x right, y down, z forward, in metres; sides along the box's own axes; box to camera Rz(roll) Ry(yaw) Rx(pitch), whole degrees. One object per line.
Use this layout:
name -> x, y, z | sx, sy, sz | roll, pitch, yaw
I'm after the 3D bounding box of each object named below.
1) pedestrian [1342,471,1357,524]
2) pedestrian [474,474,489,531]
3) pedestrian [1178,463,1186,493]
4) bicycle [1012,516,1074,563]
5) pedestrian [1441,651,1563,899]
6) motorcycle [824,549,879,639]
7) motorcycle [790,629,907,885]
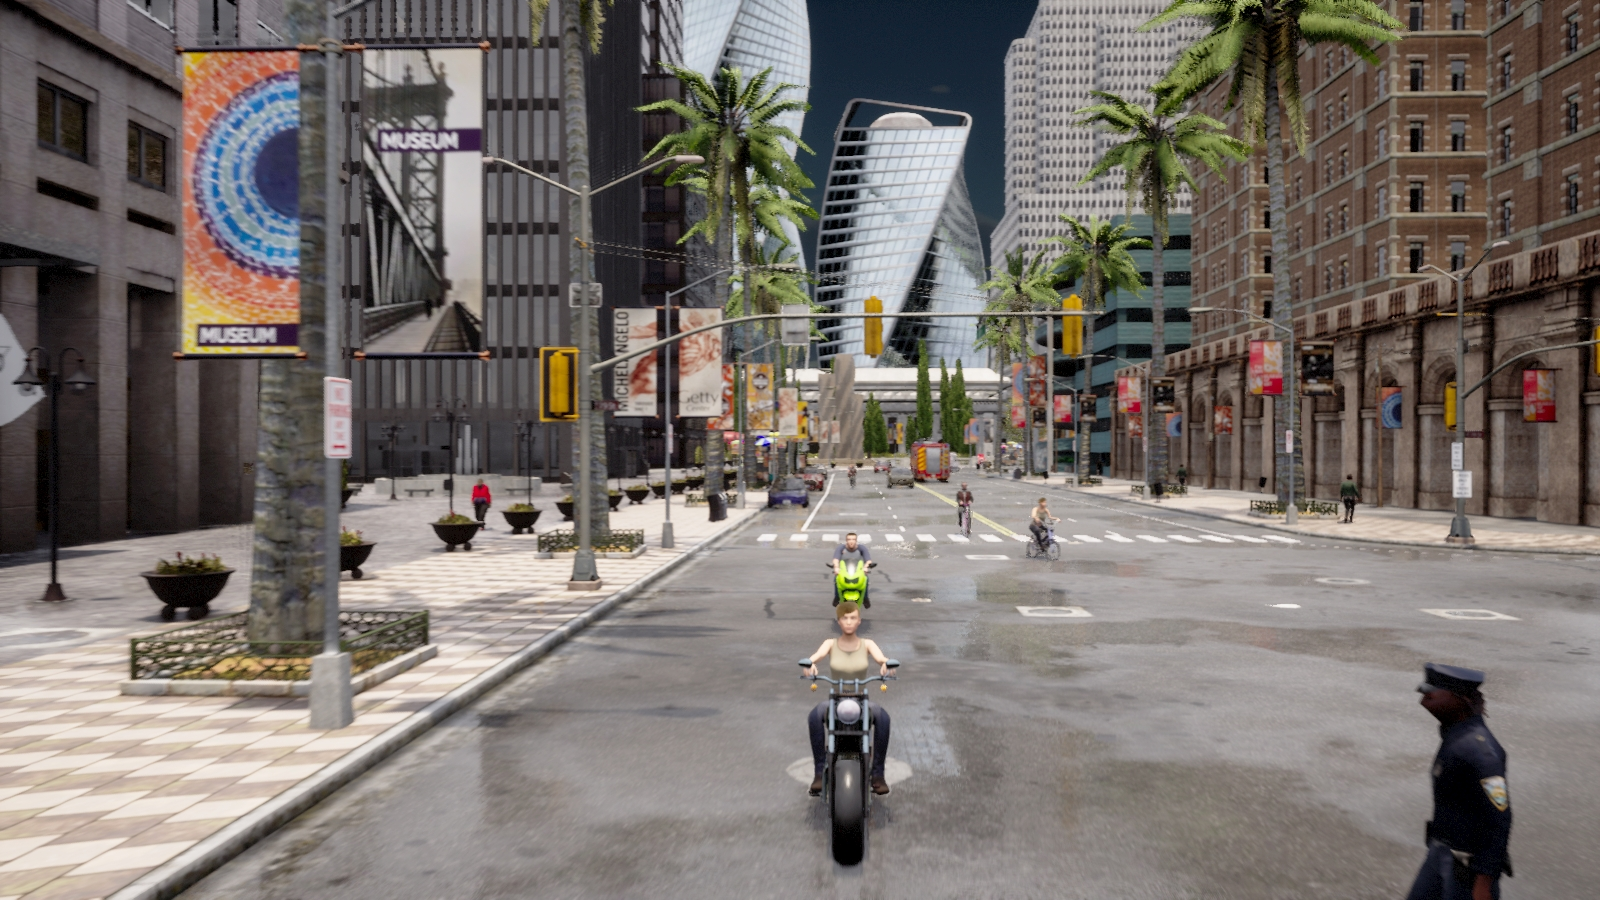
pedestrian -> 19.809, 1.704, 41.192 | 0.375, 1.860, 0.375 | 0, 0, 42
pedestrian -> -10.357, 1.700, 37.147 | 0.375, 1.860, 0.375 | 0, 0, 0
pedestrian -> 23.574, 1.706, 70.460 | 0.375, 1.860, 0.375 | 0, 0, 3
bicycle -> 6.160, 2.258, 29.024 | 0.859, 1.080, 1.487 | 2, -1, -20
pedestrian -> 3.060, 1.850, 5.001 | 0.375, 1.860, 0.375 | 0, 0, 18
motorcycle -> 0.809, 2.213, 17.880 | 0.803, 1.145, 2.033 | 0, 0, 3
motorcycle -> 0.370, 2.170, 8.587 | 0.764, 1.277, 2.356 | 0, 0, 3
